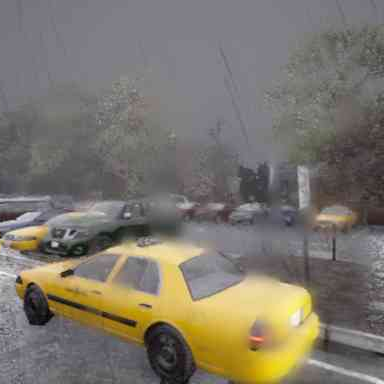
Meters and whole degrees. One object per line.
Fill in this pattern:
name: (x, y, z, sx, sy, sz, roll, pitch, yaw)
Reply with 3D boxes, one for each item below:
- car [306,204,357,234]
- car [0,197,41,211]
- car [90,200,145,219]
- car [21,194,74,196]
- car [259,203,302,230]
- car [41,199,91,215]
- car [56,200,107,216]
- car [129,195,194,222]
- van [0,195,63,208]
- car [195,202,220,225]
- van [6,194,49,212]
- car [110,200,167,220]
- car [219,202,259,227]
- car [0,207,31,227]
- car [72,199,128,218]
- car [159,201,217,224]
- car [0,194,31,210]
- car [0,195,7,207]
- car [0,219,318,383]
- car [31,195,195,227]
car: (8.727, 1.541, 20.236, 1.946, 1.575, 5.366, 0, 0, 36)
car: (-22.669, 1.512, 43.148, 1.946, 1.575, 5.366, 0, 0, 36)
car: (-6.972, 1.577, 31.686, 2.097, 1.535, 5.008, 0, 0, 36)
car: (-16.019, 1.308, 38.128, 2.435, 2.045, 5.566, 0, 0, 36)
car: (6.595, 1.579, 22.026, 2.163, 1.488, 4.792, 0, 0, 36)
car: (-13.730, 1.599, 36.561, 2.163, 1.488, 4.792, 0, 0, 36)
car: (-11.500, 1.607, 34.894, 2.163, 1.488, 4.792, 0, 0, 36)
car: (-2.470, 1.319, 28.438, 2.435, 2.045, 5.566, 0, 0, 36)
van: (-9.353, 1.312, 17.459, 1.878, 1.987, 4.442, 0, 0, 36)
car: (2.066, 1.560, 25.235, 2.097, 1.535, 5.008, 0, 0, 36)
van: (-20.451, 1.305, 41.477, 1.878, 1.987, 4.442, 0, 0, 36)
car: (-4.713, 1.576, 30.070, 2.231, 1.521, 4.892, 0, 0, 36)
car: (4.324, 1.556, 23.621, 2.231, 1.521, 4.892, 0, 0, 36)
car: (-4.969, 1.524, 13.952, 1.946, 1.575, 5.366, 0, 0, 36)
car: (-9.121, 1.575, 33.456, 1.946, 1.575, 5.366, 0, 0, 36)
car: (-0.192, 1.565, 26.850, 2.097, 1.535, 5.008, 0, 0, 36)
car: (-25.017, 1.246, 44.634, 2.435, 2.045, 5.566, 0, 0, 36)
car: (-29.533, 1.338, 47.866, 2.185, 1.767, 4.553, 0, 0, 36)
car: (-0.873, 1.472, 5.389, 5.366, 1.575, 1.801, 0, 0, 36)
car: (-2.597, 1.271, 12.449, 2.435, 2.045, 5.566, 0, 0, 36)
